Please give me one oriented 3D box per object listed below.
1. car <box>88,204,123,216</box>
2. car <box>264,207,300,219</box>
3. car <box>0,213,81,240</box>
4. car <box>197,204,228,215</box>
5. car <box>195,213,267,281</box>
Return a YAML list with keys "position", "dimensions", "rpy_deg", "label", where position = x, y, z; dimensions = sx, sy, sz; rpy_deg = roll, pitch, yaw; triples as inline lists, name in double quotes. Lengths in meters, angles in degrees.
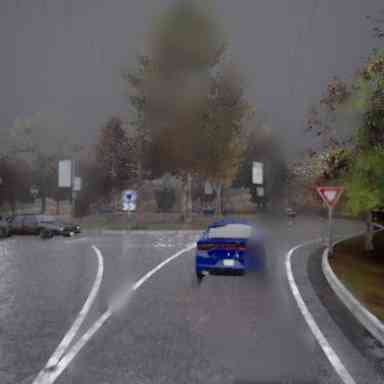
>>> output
- position: [-12.585, 2.603, 48.524]
  dimensions: [4.892, 1.490, 1.837]
  rpy_deg: [0, -3, -32]
  label: "car"
- position: [11.433, 2.647, 42.733]
  dimensions: [2.033, 1.411, 5.357]
  rpy_deg: [1, -2, -26]
  label: "car"
- position: [-9.126, 1.951, 19.362]
  dimensions: [5.357, 1.411, 2.033]
  rpy_deg: [-1, -2, 21]
  label: "car"
- position: [3.038, 2.647, 50.302]
  dimensions: [4.553, 1.767, 2.097]
  rpy_deg: [0, -2, 22]
  label: "car"
- position: [1.326, 1.621, 10.451]
  dimensions: [1.882, 1.535, 5.008]
  rpy_deg: [0, -2, 10]
  label: "car"
